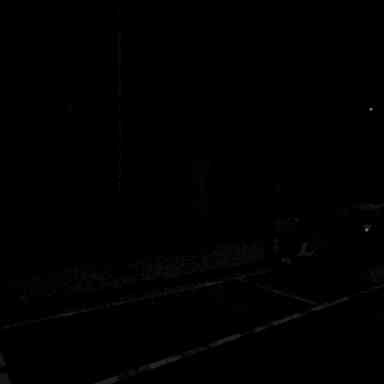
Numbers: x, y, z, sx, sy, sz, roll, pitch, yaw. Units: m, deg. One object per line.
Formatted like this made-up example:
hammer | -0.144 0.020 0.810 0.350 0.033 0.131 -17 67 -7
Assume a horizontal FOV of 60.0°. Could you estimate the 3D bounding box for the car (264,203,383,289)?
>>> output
car | 4.241 1.272 9.212 5.009 1.841 2.192 0 0 -35
